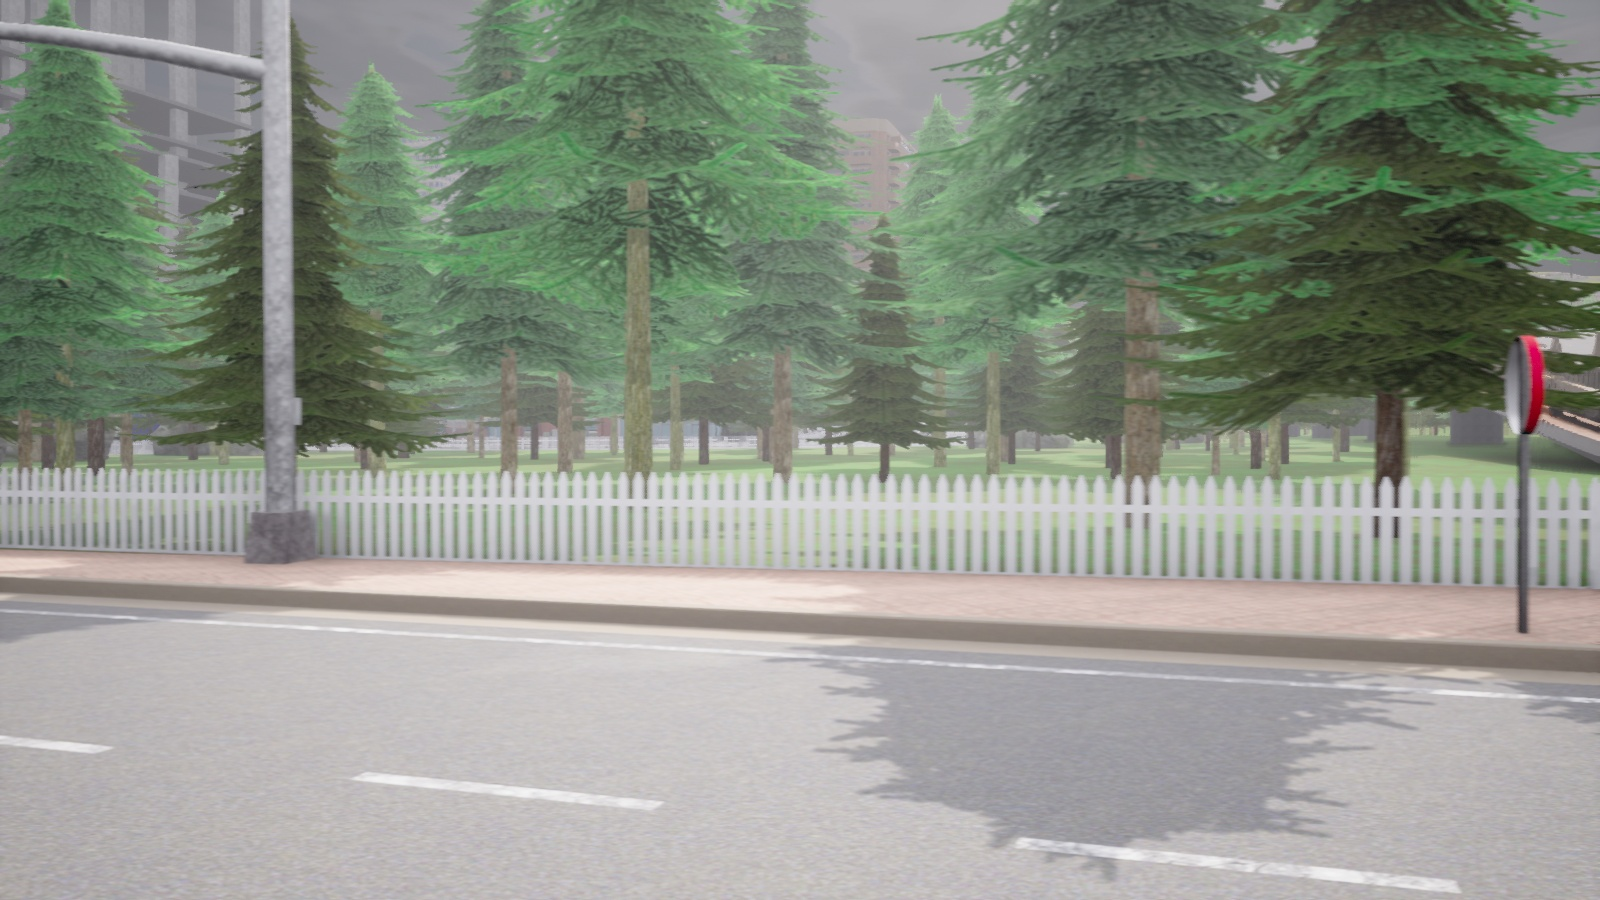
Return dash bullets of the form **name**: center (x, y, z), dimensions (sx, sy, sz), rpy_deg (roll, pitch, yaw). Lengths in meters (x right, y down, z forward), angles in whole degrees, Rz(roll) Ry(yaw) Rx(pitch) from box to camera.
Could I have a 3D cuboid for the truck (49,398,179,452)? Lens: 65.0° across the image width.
- **truck**: center (-46.168, -1.688, 84.836), dimensions (2.891, 3.462, 7.936), rpy_deg (0, 1, 17)
